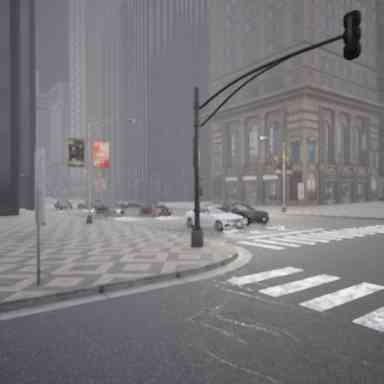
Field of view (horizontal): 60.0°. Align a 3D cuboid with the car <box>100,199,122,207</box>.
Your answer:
[{"bbox_3d":[-14.706,1.982,60.305,2.033,1.411,5.357,0,0,-35],"label":"car"}]

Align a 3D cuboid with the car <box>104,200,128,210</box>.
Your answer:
[{"bbox_3d":[-11.474,1.956,50.209,1.895,1.301,4.718,0,0,-35],"label":"car"}]

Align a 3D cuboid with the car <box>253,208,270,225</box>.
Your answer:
[{"bbox_3d":[3.273,1.509,23.530,1.882,1.535,5.008,0,0,-34],"label":"car"}]

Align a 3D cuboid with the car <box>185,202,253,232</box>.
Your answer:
[{"bbox_3d":[1.309,1.562,20.675,1.812,1.442,4.674,0,0,-35],"label":"car"}]

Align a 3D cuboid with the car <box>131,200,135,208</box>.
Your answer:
[{"bbox_3d":[-8.709,1.881,51.877,2.033,1.411,5.357,0,0,-35],"label":"car"}]

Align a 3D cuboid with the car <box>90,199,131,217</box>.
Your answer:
[{"bbox_3d":[-8.619,1.728,34.691,2.128,1.511,4.902,0,0,-35],"label":"car"}]

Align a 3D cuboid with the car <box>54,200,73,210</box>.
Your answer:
[{"bbox_3d":[-19.287,2.001,49.910,1.837,1.490,4.892,0,0,-35],"label":"car"}]

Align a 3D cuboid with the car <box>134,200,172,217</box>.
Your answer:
[{"bbox_3d":[-3.724,1.735,33.403,1.994,1.385,4.181,0,0,-35],"label":"car"}]

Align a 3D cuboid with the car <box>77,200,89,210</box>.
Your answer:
[{"bbox_3d":[-16.208,1.975,51.174,1.994,1.385,4.181,0,0,-35],"label":"car"}]

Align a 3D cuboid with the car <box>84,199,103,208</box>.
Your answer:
[{"bbox_3d":[-17.357,1.959,58.427,1.837,1.490,4.892,0,0,-35],"label":"car"}]
